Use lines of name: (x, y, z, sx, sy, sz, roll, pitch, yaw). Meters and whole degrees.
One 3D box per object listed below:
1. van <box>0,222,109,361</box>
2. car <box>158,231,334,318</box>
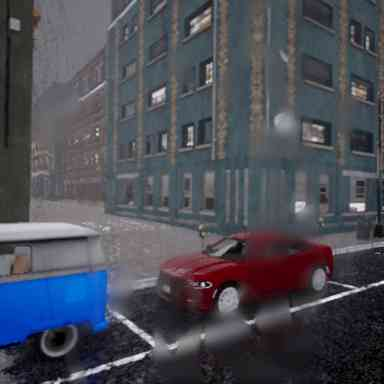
van: (-3.114, 1.339, 4.327, 3.998, 1.788, 1.690, 1, 0, -35)
car: (1.379, 1.606, 7.535, 4.507, 1.381, 1.887, 1, 0, -35)
